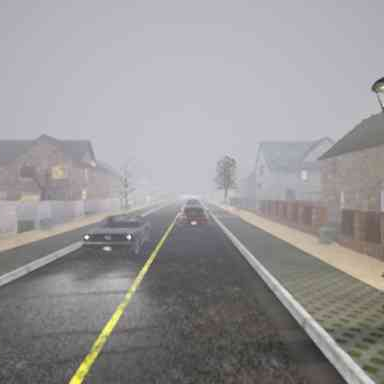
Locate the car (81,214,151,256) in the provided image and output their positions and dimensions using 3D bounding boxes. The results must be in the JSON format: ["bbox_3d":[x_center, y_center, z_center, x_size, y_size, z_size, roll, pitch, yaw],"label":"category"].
[{"bbox_3d":[-2.844,1.613,13.408,1.895,1.301,4.718,0,0,0],"label":"car"}]

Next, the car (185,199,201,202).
[{"bbox_3d":[0.108,1.550,41.189,1.882,1.535,5.008,0,0,0],"label":"car"}]

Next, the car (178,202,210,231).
[{"bbox_3d":[0.105,1.550,20.680,1.812,1.442,4.674,0,0,0],"label":"car"}]
